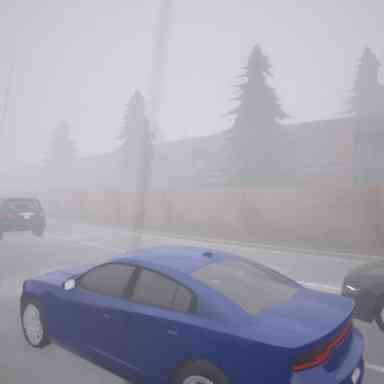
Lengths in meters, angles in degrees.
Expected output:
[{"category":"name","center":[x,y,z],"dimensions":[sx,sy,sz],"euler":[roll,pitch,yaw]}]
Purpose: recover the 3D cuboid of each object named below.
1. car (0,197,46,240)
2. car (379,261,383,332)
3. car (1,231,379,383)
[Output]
[{"category":"car","center":[-9.717,1.289,17.680],"dimensions":[2.150,2.045,5.566],"euler":[0,0,-45]},{"category":"car","center":[4.885,1.532,4.921],"dimensions":[4.892,1.490,1.837],"euler":[-1,0,35]},{"category":"car","center":[-0.463,1.498,4.556],"dimensions":[5.008,1.535,1.882],"euler":[0,0,38]}]
